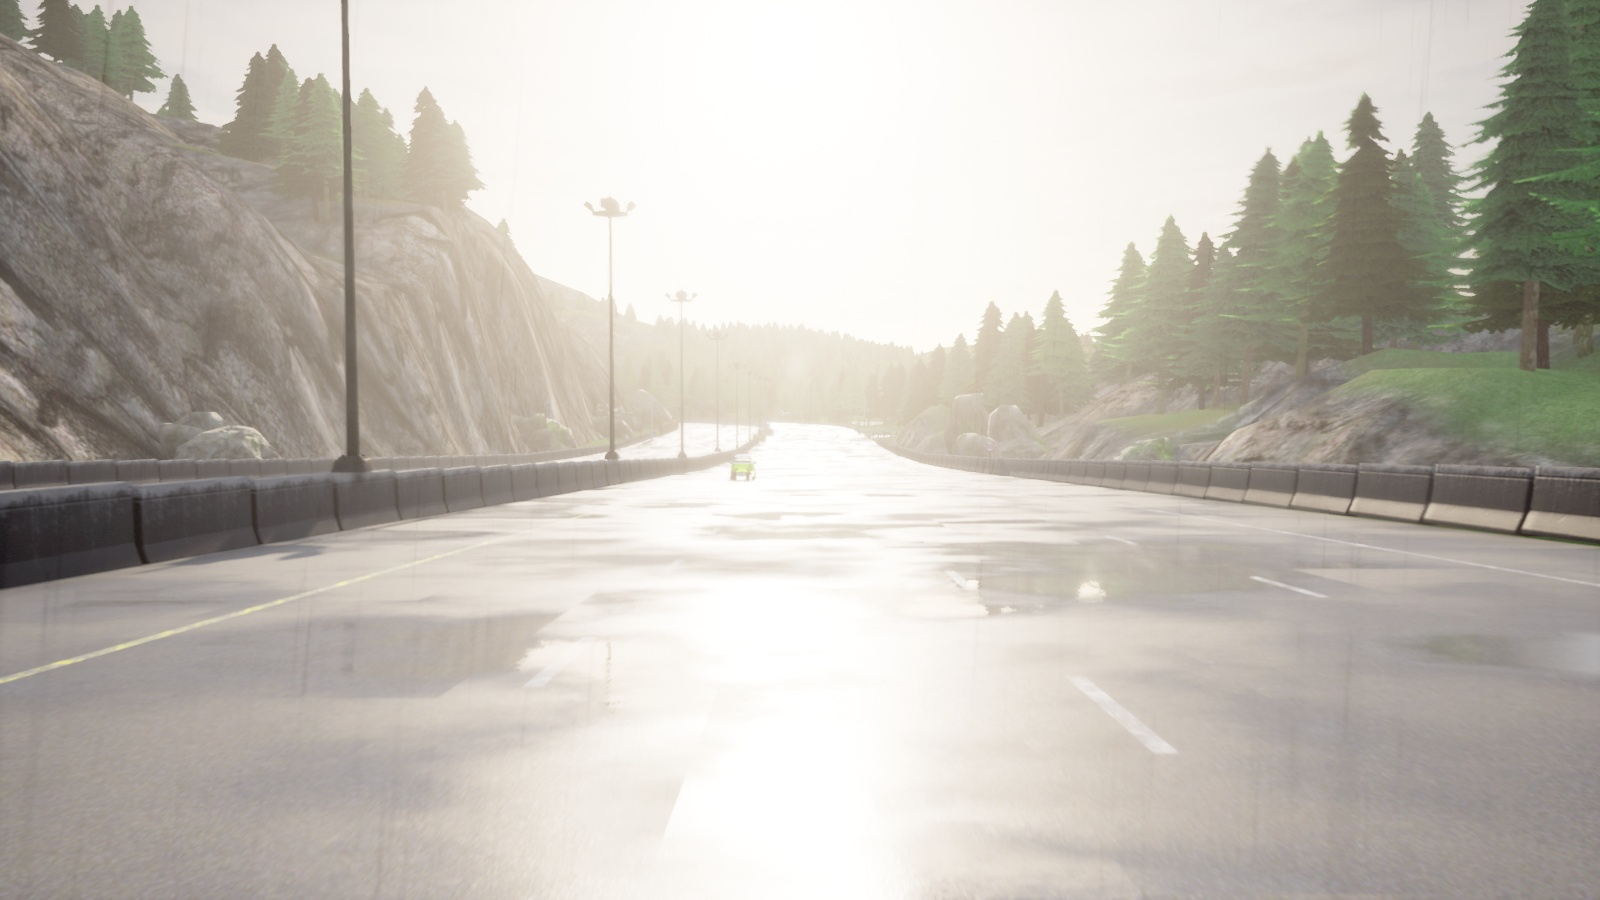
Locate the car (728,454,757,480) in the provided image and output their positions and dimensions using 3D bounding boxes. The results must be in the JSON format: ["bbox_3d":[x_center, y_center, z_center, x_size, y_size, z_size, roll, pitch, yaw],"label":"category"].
[{"bbox_3d":[-3.109,0.920,68.107,1.481,1.376,2.207,0,0,0],"label":"car"}]
